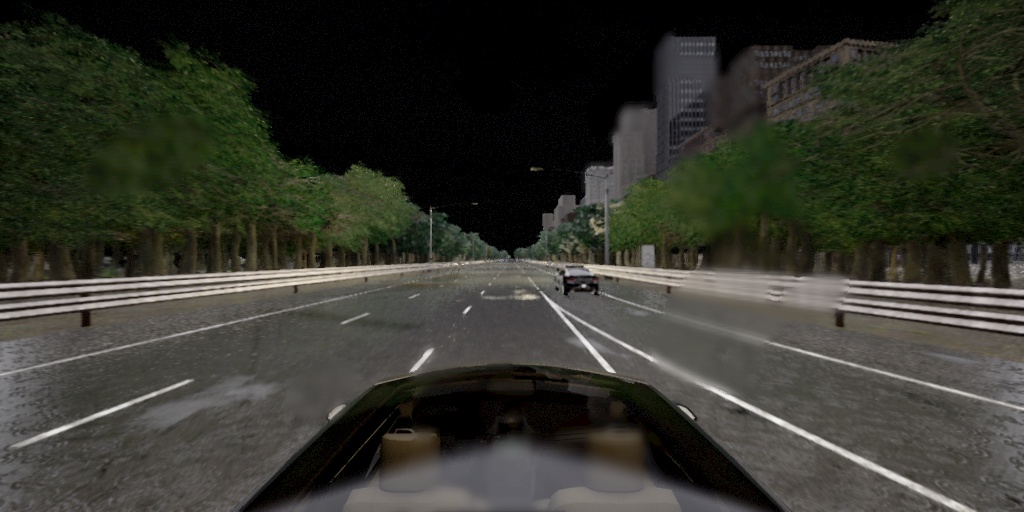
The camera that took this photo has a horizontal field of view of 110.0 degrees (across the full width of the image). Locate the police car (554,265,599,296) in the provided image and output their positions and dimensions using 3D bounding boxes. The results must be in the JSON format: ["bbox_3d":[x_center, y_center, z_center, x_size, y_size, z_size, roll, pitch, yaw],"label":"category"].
[{"bbox_3d":[3.646,1.349,21.017,1.930,1.638,5.238,0,-1,-1],"label":"police car"}]
